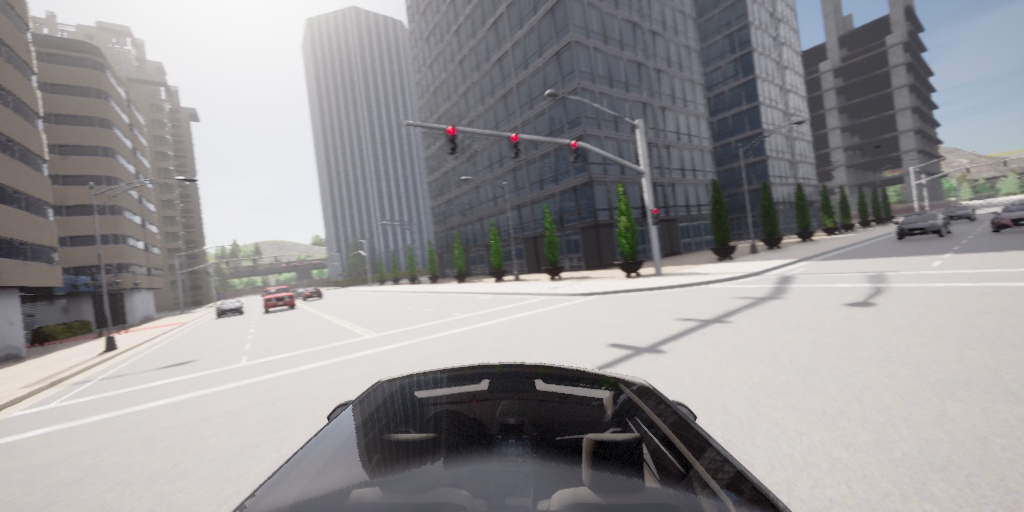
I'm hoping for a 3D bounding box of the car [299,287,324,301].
[{"bbox_3d":[-23.470,4.427,42.150,1.812,1.442,4.674,-7,0,-34],"label":"car"}]

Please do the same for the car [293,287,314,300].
[{"bbox_3d":[-29.869,5.294,51.314,2.033,1.411,5.357,-7,0,-35],"label":"car"}]

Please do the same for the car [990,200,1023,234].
[{"bbox_3d":[26.740,-2.049,18.738,4.181,1.385,1.994,-7,0,-34],"label":"car"}]

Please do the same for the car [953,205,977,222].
[{"bbox_3d":[40.091,-3.755,32.255,4.892,1.490,1.837,-7,0,-34],"label":"car"}]

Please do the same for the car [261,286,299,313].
[{"bbox_3d":[-20.117,3.654,30.913,2.150,2.045,5.566,-7,0,-35],"label":"car"}]

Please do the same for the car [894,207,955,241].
[{"bbox_3d":[24.872,-1.861,21.695,4.892,1.490,1.837,-7,0,-34],"label":"car"}]

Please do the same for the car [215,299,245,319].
[{"bbox_3d":[-25.086,4.618,32.036,2.033,1.411,5.357,-7,0,-35],"label":"car"}]
